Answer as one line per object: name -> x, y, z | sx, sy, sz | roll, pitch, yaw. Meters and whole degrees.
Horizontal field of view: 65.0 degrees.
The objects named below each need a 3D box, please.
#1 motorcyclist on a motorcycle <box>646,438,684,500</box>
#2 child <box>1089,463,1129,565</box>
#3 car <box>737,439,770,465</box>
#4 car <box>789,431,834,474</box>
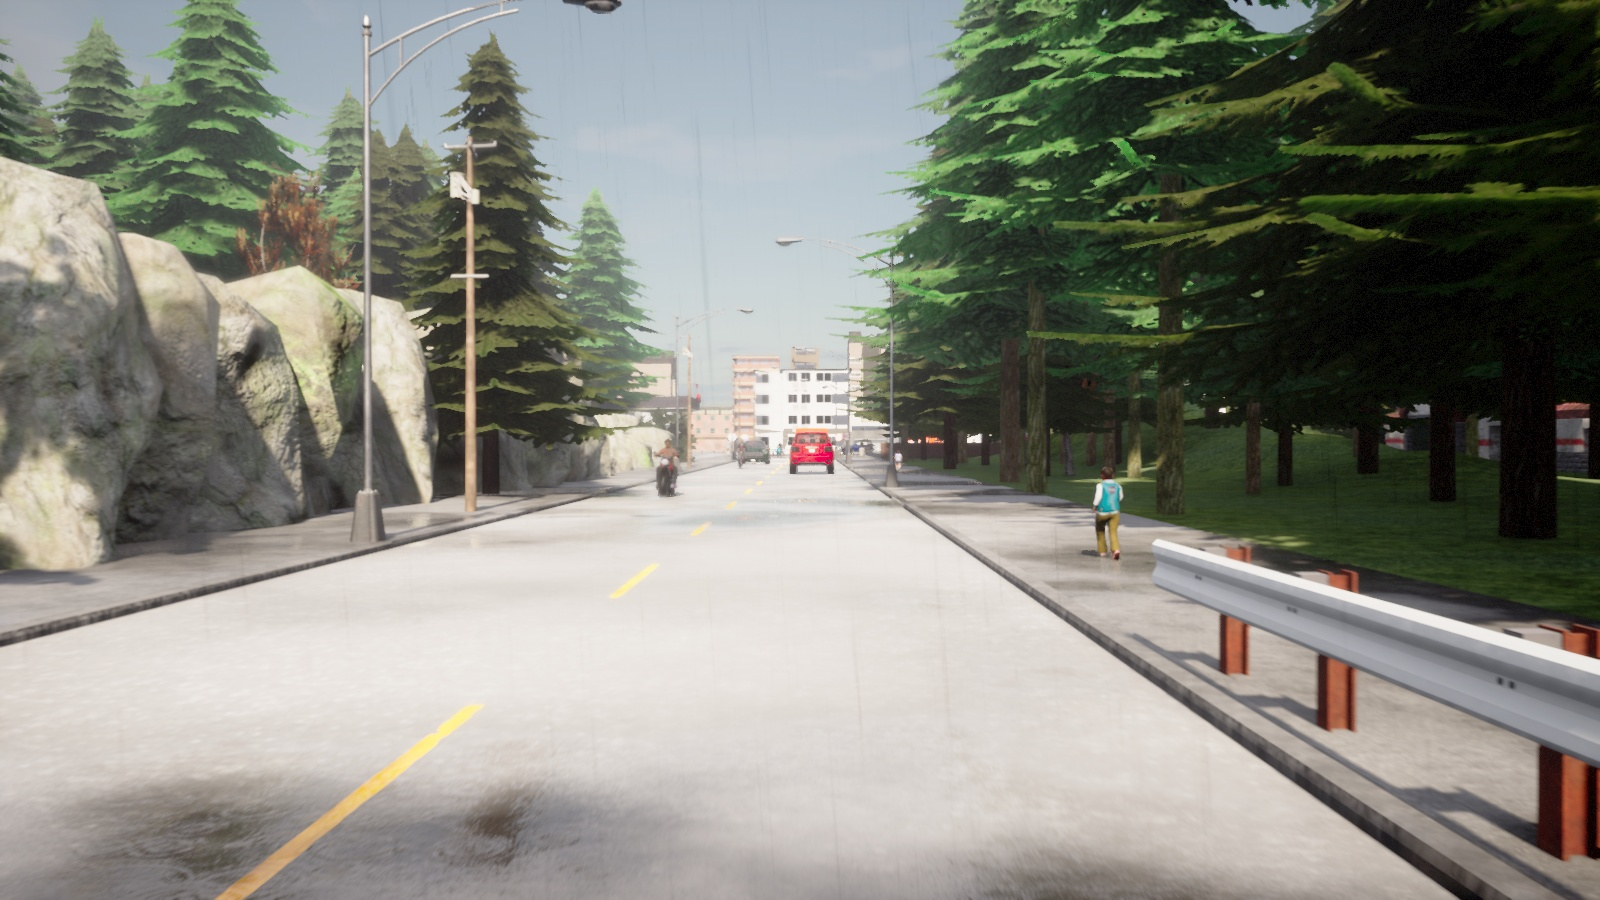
motorcyclist on a motorcycle -> -3.678, 0.500, 34.394 | 0.766, 1.649, 2.350 | 0, 0, 1
child -> 3.685, 0.755, 14.984 | 0.343, 1.192, 0.448 | 0, 0, -3
car -> -3.185, 0.108, 87.538 | 2.097, 1.767, 4.553 | 0, 0, 1
car -> 0.586, 0.112, 62.746 | 2.150, 2.045, 5.566 | 0, 0, 1
